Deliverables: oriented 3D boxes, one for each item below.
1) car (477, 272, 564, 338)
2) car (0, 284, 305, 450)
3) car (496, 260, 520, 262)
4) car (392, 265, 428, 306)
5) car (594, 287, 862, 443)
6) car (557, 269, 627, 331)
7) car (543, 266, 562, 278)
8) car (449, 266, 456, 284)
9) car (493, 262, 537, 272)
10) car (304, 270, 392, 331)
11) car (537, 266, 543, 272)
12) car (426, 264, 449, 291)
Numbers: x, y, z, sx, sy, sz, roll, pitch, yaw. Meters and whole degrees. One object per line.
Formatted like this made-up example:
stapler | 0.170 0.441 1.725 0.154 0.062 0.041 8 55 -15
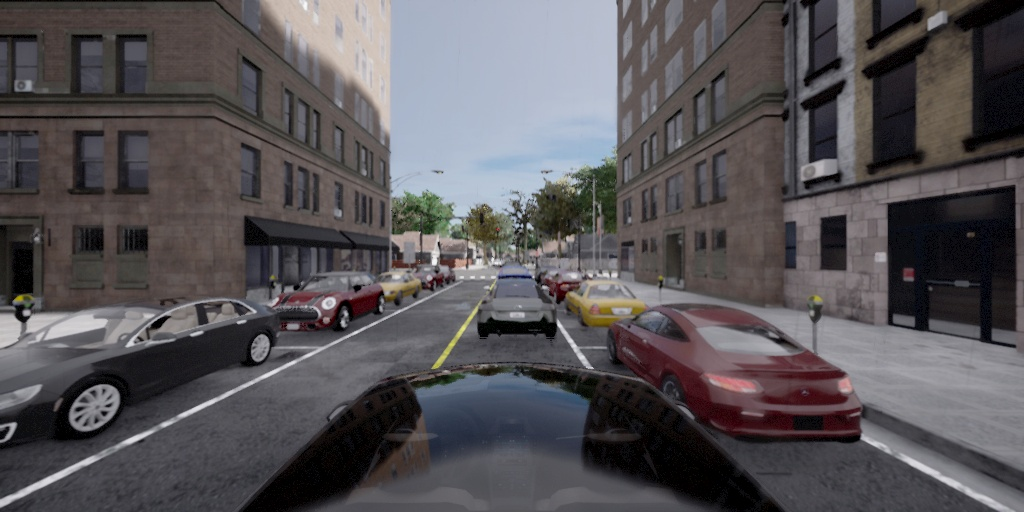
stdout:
car | 0.115 1.335 10.264 1.994 1.385 4.181 0 0 0
car | -5.384 1.308 5.275 2.007 1.370 4.403 0 0 0
car | 0.049 1.175 28.916 2.097 1.767 4.553 0 0 0
car | -5.364 1.313 16.142 1.751 1.417 4.829 0 0 0
car | 2.641 1.340 5.264 1.802 1.307 4.207 0 0 0
car | 2.652 1.298 10.952 1.751 1.417 4.829 0 0 0
car | 2.661 1.333 16.300 1.888 1.381 4.507 0 0 0
car | -5.344 1.400 27.350 1.802 1.307 4.207 0 0 0
car | 0.110 1.275 19.679 1.882 1.535 5.008 0 0 -1
car | -5.374 1.212 10.793 1.967 1.591 4.097 0 0 0
car | 2.672 1.385 21.818 1.802 1.307 4.207 0 0 0
car | -5.354 1.243 21.831 1.967 1.591 4.097 0 0 0
